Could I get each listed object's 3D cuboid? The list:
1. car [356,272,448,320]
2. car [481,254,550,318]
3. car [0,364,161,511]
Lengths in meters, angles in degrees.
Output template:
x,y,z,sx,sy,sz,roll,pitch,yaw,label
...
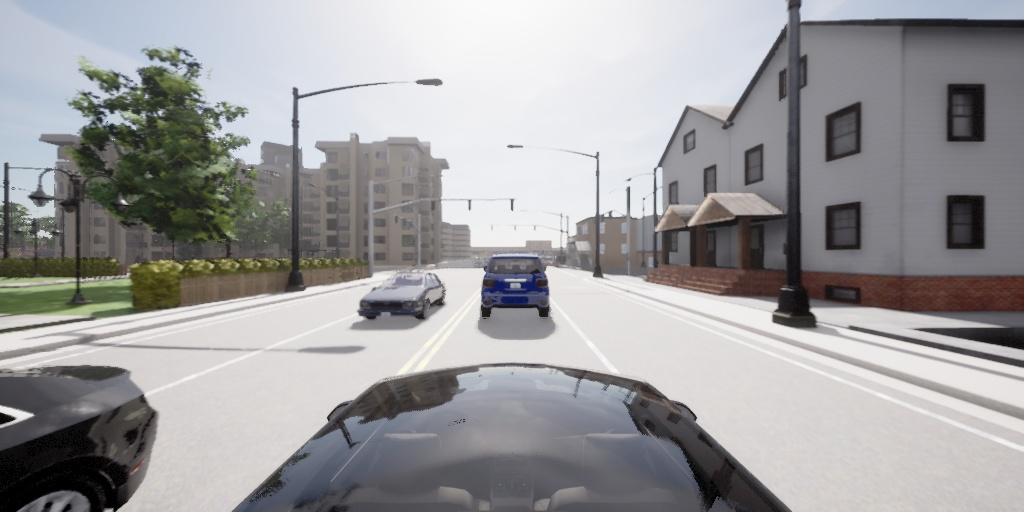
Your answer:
x,y,z,sx,sy,sz,roll,pitch,yaw,label
-3.587,1.273,12.855,2.033,1.411,5.357,0,0,0,car
0.100,0.947,13.025,2.150,2.045,5.566,0,0,0,car
-3.599,1.259,0.651,1.837,1.490,4.892,0,0,0,car
